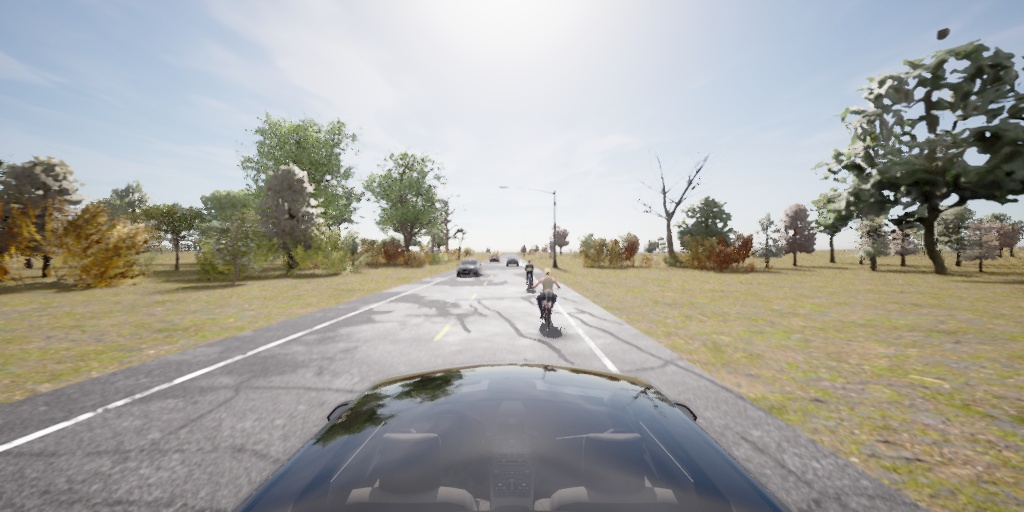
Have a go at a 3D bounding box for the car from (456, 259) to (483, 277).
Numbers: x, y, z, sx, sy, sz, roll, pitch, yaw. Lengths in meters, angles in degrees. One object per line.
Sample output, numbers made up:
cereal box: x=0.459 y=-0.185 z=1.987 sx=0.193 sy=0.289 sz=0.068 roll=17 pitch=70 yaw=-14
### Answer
car: x=-3.588 y=1.001 z=30.805 sx=1.837 sy=1.490 sz=4.892 roll=0 pitch=1 yaw=0

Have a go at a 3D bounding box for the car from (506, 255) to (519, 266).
car: x=0.090 y=0.796 z=55.834 sx=1.812 sy=1.442 sz=4.674 roll=0 pitch=1 yaw=0

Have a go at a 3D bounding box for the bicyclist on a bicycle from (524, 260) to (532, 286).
bicyclist on a bicycle: x=0.962 y=1.048 z=19.636 sx=0.582 sy=1.620 sz=1.656 roll=0 pitch=0 yaw=0

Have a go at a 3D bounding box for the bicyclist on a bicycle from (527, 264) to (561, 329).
bicyclist on a bicycle: x=0.960 y=1.116 z=9.883 sx=0.866 sy=1.612 sz=1.509 roll=0 pitch=0 yaw=0
